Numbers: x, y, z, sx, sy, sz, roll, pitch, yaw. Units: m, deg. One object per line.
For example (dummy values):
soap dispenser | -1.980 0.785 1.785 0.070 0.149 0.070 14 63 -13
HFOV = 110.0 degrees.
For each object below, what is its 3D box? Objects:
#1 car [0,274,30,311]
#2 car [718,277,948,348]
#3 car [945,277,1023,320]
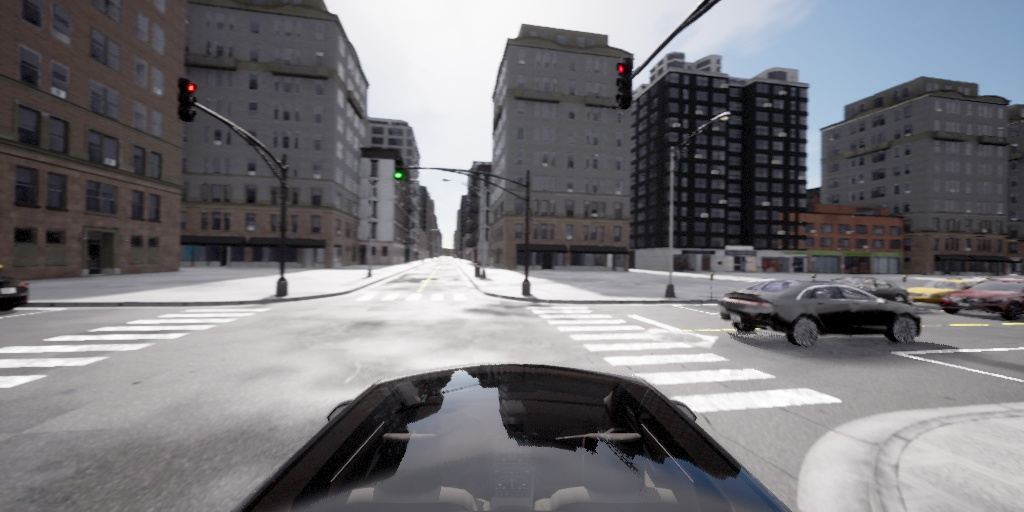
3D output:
car | -16.995 1.030 10.274 4.313 1.339 1.948 0 0 -10
car | 7.938 1.383 9.334 4.902 1.511 2.128 1 -1 -10
car | 19.643 1.652 14.171 4.674 1.442 1.812 1 0 -10
